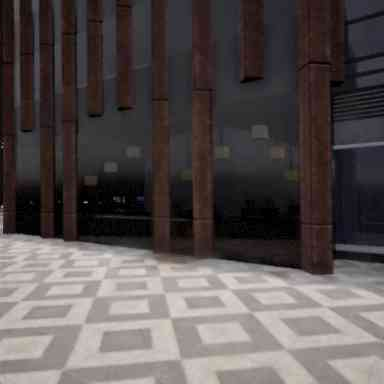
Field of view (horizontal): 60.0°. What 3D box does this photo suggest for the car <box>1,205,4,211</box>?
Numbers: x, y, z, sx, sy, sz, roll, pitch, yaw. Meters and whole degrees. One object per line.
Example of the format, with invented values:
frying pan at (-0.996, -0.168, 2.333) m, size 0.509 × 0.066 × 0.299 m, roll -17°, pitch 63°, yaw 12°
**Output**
car at (-23.257, 1.842, 44.596) m, size 1.967 × 1.590 × 4.097 m, roll -1°, pitch 0°, yaw 36°
